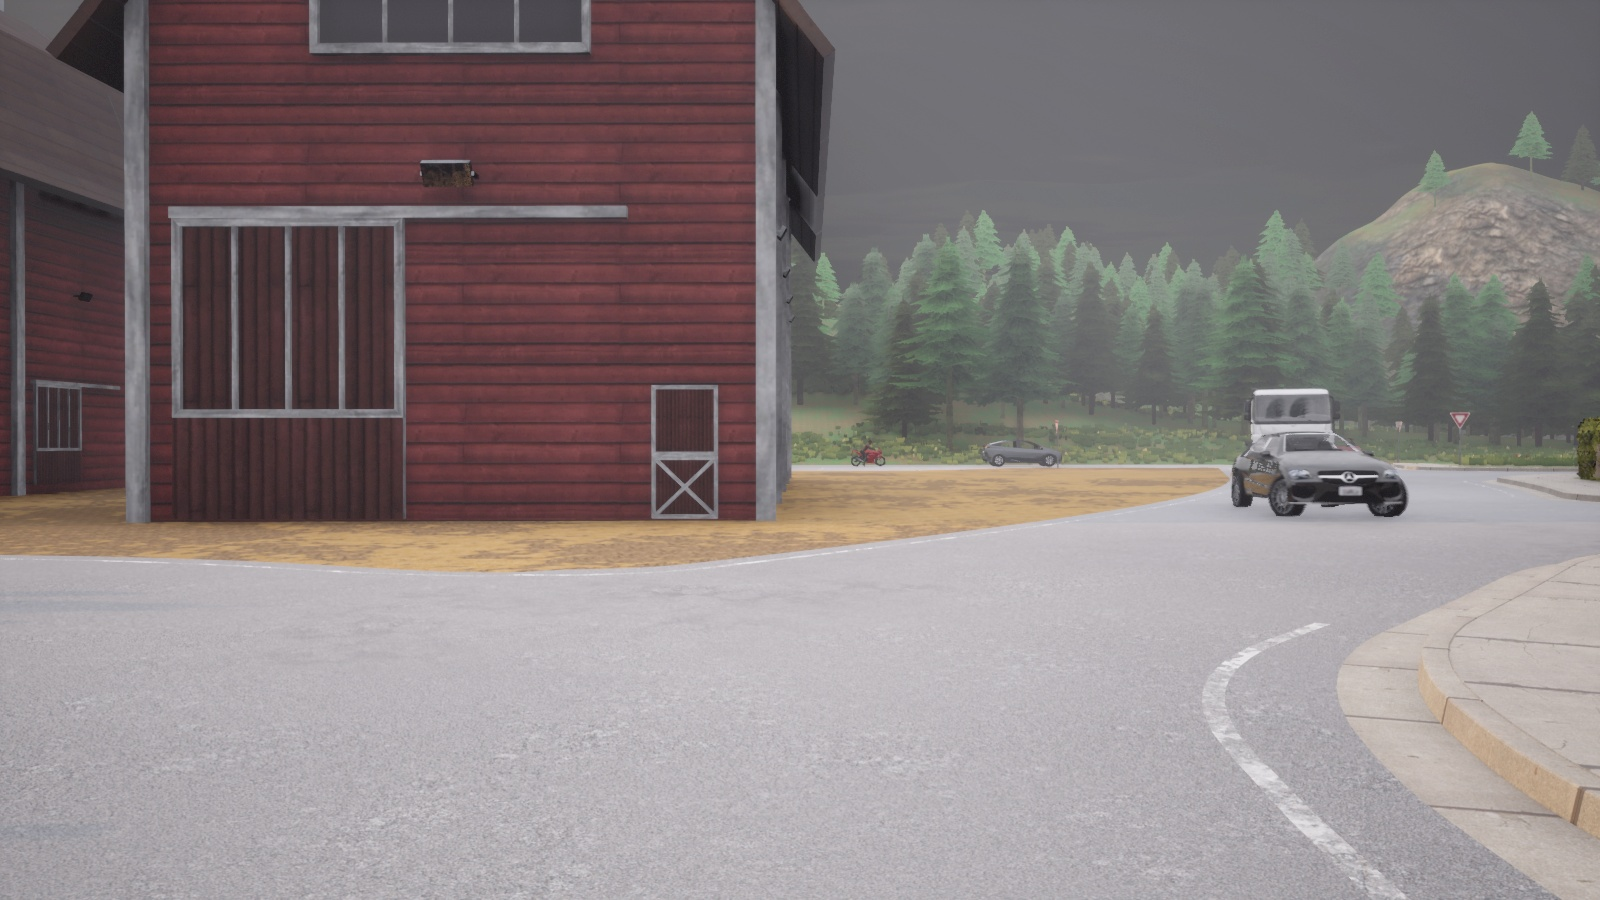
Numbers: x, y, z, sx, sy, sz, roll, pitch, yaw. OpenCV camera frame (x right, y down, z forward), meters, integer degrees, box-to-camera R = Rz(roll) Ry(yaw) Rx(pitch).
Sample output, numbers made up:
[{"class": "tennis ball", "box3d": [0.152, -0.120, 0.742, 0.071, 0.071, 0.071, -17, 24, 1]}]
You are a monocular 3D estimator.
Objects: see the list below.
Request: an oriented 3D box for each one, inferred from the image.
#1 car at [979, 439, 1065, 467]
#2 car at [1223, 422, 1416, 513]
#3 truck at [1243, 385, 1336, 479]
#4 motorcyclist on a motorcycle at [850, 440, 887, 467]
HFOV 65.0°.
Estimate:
[{"class": "car", "box3d": [12.558, 0.161, 71.235, 4.514, 1.525, 2.007, 0, 0, 1]}, {"class": "car", "box3d": [10.329, 0.301, 25.456, 2.152, 1.651, 5.027, 0, 0, 4]}, {"class": "truck", "box3d": [19.415, -0.693, 50.222, 2.891, 3.462, 7.936, 0, 0, 17]}, {"class": "motorcyclist on a motorcycle", "box3d": [3.873, 0.189, 71.365, 2.044, 1.523, 0.797, 0, 0, 1]}]
